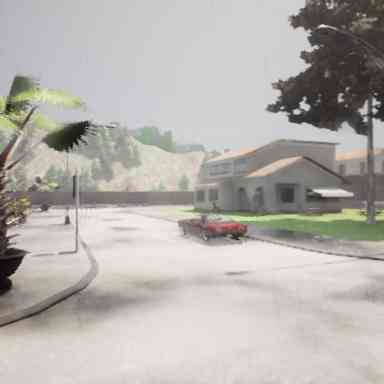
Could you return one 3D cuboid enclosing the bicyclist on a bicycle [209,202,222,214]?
[{"bbox_3d":[1.862,1.628,25.927,1.656,1.620,0.582,0,-1,-22],"label":"bicyclist on a bicycle"}]

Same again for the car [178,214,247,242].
[{"bbox_3d":[0.870,1.793,17.570,1.895,1.301,4.718,0,-1,-24],"label":"car"}]
